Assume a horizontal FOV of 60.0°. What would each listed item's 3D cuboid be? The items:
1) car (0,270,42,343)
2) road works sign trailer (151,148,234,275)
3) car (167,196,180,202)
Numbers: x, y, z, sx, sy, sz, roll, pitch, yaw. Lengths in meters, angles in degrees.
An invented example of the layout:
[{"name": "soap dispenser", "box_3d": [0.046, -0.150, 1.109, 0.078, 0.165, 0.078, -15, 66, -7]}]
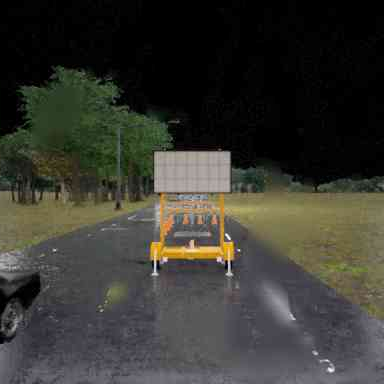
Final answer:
[{"name": "car", "box_3d": [-3.595, 1.597, 3.654, 1.895, 1.301, 4.718, 0, 0, 0]}, {"name": "road works sign trailer", "box_3d": [0.010, 0.445, 10.314, 2.380, 3.560, 2.880, 0, 0, 0]}, {"name": "car", "box_3d": [-3.154, 1.331, 57.550, 1.994, 1.385, 4.181, 0, 0, 1]}]
